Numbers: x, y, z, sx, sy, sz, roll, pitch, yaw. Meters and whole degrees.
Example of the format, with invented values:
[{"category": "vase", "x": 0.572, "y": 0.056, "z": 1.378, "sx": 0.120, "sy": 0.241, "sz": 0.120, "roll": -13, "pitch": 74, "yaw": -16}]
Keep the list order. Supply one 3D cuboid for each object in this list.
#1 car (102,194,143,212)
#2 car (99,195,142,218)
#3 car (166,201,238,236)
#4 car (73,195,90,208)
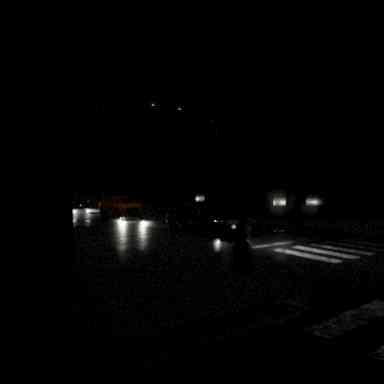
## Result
[{"category": "car", "x": -6.910, "y": 1.021, "z": 32.528, "sx": 2.033, "sy": 1.411, "sz": 5.357, "roll": 0, "pitch": 1, "yaw": -35}, {"category": "car", "x": -5.535, "y": 1.077, "z": 25.459, "sx": 1.882, "sy": 1.535, "sz": 5.008, "roll": 0, "pitch": 1, "yaw": -35}, {"category": "car", "x": 0.470, "y": 1.258, "z": 16.929, "sx": 2.128, "sy": 1.511, "sz": 4.902, "roll": 0, "pitch": 1, "yaw": -35}, {"category": "car", "x": -12.460, "y": 0.997, "z": 35.310, "sx": 1.895, "sy": 1.301, "sz": 4.718, "roll": 0, "pitch": 1, "yaw": -35}]
